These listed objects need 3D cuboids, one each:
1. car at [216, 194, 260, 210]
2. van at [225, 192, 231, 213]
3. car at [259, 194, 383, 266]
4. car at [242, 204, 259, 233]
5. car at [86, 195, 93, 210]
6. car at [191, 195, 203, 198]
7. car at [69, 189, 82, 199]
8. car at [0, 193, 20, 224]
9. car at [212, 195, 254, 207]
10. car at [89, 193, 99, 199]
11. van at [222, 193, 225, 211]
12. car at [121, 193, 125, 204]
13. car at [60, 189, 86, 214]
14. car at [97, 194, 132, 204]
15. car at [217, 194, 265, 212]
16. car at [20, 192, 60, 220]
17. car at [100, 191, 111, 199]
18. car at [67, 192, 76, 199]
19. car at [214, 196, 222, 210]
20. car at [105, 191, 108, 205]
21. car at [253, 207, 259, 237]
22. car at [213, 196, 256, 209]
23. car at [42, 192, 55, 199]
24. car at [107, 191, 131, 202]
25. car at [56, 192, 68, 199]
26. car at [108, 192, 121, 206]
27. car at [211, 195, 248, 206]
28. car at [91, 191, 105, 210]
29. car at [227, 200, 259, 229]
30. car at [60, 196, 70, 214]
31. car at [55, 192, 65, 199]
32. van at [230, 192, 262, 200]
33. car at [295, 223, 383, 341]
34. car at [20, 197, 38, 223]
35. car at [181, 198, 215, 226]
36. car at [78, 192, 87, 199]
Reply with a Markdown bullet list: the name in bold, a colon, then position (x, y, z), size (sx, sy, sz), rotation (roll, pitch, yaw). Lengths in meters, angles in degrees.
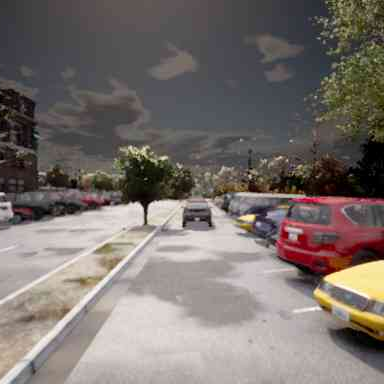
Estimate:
- **car**: position (5.334, 1.133, 38.512), size (4.553, 1.767, 2.185), rotation (1, 1, -19)
- **van**: position (4.983, 1.119, 23.582), size (4.442, 1.987, 1.878), rotation (1, 1, -19)
- **car**: position (4.917, 1.183, 8.756), size (5.566, 2.045, 2.435), rotation (1, 0, -19)
- **car**: position (4.993, 1.429, 14.709), size (4.792, 1.488, 2.163), rotation (1, 0, -19)
- **car**: position (-12.924, 1.295, 33.804), size (4.792, 1.488, 2.163), rotation (-1, 0, -19)
- **car**: position (0.582, 1.121, 39.061), size (2.097, 1.767, 4.553), rotation (0, 0, 1)
- **car**: position (-25.025, 0.461, 71.641), size (2.435, 2.045, 5.566), rotation (0, -1, -18)
- **car**: position (-13.200, 1.102, 18.752), size (5.566, 2.045, 2.435), rotation (-1, 1, -19)
- **car**: position (5.579, 1.217, 45.354), size (5.366, 1.575, 1.946), rotation (1, 0, -19)
- **car**: position (-26.142, 1.128, 88.649), size (2.231, 1.521, 4.892), rotation (1, -2, -18)
- **van**: position (5.023, 1.101, 26.559), size (4.442, 1.987, 1.878), rotation (1, 1, -19)
- **car**: position (-12.688, 1.217, 48.852), size (4.674, 1.452, 2.002), rotation (-1, 0, -19)
- **car**: position (-12.974, 1.032, 30.799), size (5.566, 2.045, 2.435), rotation (-1, 0, -19)
- **car**: position (-12.751, 1.118, 54.829), size (5.366, 1.575, 1.946), rotation (-1, 1, -19)
- **car**: position (5.228, 1.150, 35.522), size (4.553, 1.767, 2.185), rotation (1, 0, -19)
- **car**: position (-13.112, 1.067, 24.759), size (5.566, 2.045, 2.435), rotation (-1, 1, -19)
- **car**: position (-23.138, 0.876, 88.588), size (2.435, 2.045, 5.566), rotation (1, -2, -18)
- **car**: position (-32.191, 1.002, 88.849), size (2.185, 1.767, 4.553), rotation (1, -2, -18)
- **car**: position (5.202, 1.060, 29.587), size (5.566, 2.045, 2.435), rotation (1, 0, -19)
- **car**: position (-12.823, 1.106, 39.809), size (4.553, 1.767, 2.185), rotation (-1, 1, -19)
- **car**: position (4.900, 1.446, 11.707), size (4.792, 1.488, 2.163), rotation (1, 1, -19)
- **car**: position (5.329, 1.267, 41.883), size (4.792, 1.488, 2.163), rotation (1, 1, -19)
- **car**: position (-30.956, 0.714, 71.823), size (2.231, 1.521, 4.892), rotation (0, -1, -18)
- **car**: position (-12.658, 0.900, 51.851), size (5.566, 2.045, 2.435), rotation (-1, 1, -19)
- **car**: position (-27.999, 0.753, 71.744), size (2.002, 1.452, 4.674), rotation (1, -1, -18)
- **car**: position (-12.748, 1.197, 45.828), size (5.008, 1.535, 2.097), rotation (-1, 0, -19)
- **car**: position (5.452, 1.199, 48.681), size (4.892, 1.521, 2.231), rotation (1, 0, -19)
- **car**: position (-12.883, 0.997, 36.812), size (5.566, 2.045, 2.435), rotation (-1, 0, -19)
- **car**: position (4.832, 1.376, 17.608), size (5.366, 1.575, 1.946), rotation (1, 1, -19)
- **car**: position (-13.013, 1.330, 27.793), size (4.792, 1.488, 2.163), rotation (-1, 0, -19)
- **car**: position (-35.217, 1.002, 88.928), size (2.185, 1.767, 4.553), rotation (1, -2, -18)
- **van**: position (4.944, 1.137, 20.604), size (4.442, 1.987, 1.878), rotation (1, 1, -19)
- **car**: position (4.684, 1.447, 5.707), size (5.366, 1.575, 1.946), rotation (1, 1, -19)
- **car**: position (-13.132, 1.335, 21.771), size (5.008, 1.535, 2.097), rotation (-1, 0, -19)
- **car**: position (0.341, 1.373, 22.148), size (1.837, 1.490, 4.892), rotation (0, 0, 1)
- **car**: position (-29.156, 1.000, 88.702), size (2.185, 1.767, 4.553), rotation (0, -2, -18)
